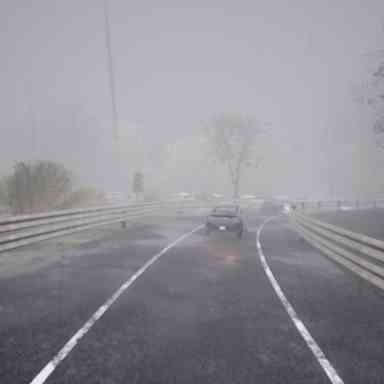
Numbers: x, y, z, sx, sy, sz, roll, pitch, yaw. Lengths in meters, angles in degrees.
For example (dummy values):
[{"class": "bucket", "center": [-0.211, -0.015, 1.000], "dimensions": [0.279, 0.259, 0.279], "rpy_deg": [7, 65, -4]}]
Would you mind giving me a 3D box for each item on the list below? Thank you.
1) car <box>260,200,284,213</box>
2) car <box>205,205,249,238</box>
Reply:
[{"class": "car", "center": [9.360, 1.629, 38.477], "dimensions": [2.128, 1.511, 4.902], "rpy_deg": [2, 0, 28]}, {"class": "car", "center": [1.927, 1.462, 17.722], "dimensions": [2.128, 1.511, 4.902], "rpy_deg": [1, 0, 13]}]
